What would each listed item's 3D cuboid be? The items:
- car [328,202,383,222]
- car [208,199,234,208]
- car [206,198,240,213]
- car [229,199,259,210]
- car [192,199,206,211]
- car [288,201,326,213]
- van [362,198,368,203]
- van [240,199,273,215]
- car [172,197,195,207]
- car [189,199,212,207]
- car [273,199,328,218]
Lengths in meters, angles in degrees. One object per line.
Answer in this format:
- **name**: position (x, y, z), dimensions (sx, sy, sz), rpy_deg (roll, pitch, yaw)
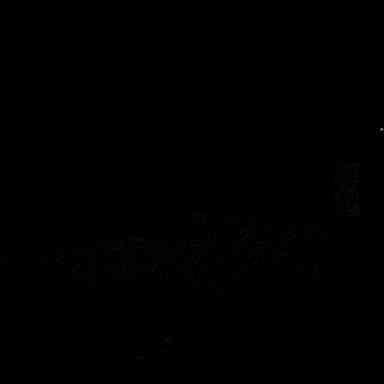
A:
- **car**: position (14.381, 1.824, 28.632), dimensions (1.802, 1.307, 4.206), rpy_deg (-1, 0, -35)
- **car**: position (4.856, 2.000, 56.718), dimensions (1.887, 1.381, 4.507), rpy_deg (-1, 0, -35)
- **car**: position (4.496, 1.725, 42.514), dimensions (2.192, 1.841, 5.009), rpy_deg (-1, 0, -35)
- **car**: position (8.050, 1.931, 52.229), dimensions (1.752, 1.417, 4.829), rpy_deg (-1, 0, -35)
- **car**: position (1.207, 2.013, 47.142), dimensions (2.008, 1.369, 4.403), rpy_deg (-1, 0, -35)
- **car**: position (14.735, 1.864, 42.837), dimensions (1.947, 1.339, 4.313), rpy_deg (-1, 0, -35)
- **van**: position (18.023, 1.583, 38.209), dimensions (1.690, 1.788, 3.998), rpy_deg (-1, 0, -35)
- **van**: position (7.789, 1.697, 37.887), dimensions (1.690, 1.788, 3.998), rpy_deg (-1, 0, -35)
- **car**: position (-1.734, 1.872, 65.971), dimensions (2.192, 1.841, 5.009), rpy_deg (-1, 0, -35)
- **car**: position (1.563, 2.057, 61.344), dimensions (2.008, 1.369, 4.403), rpy_deg (-1, 0, -35)
- **car**: position (11.082, 1.615, 33.259), dimensions (2.192, 1.841, 5.009), rpy_deg (-1, 0, -35)
